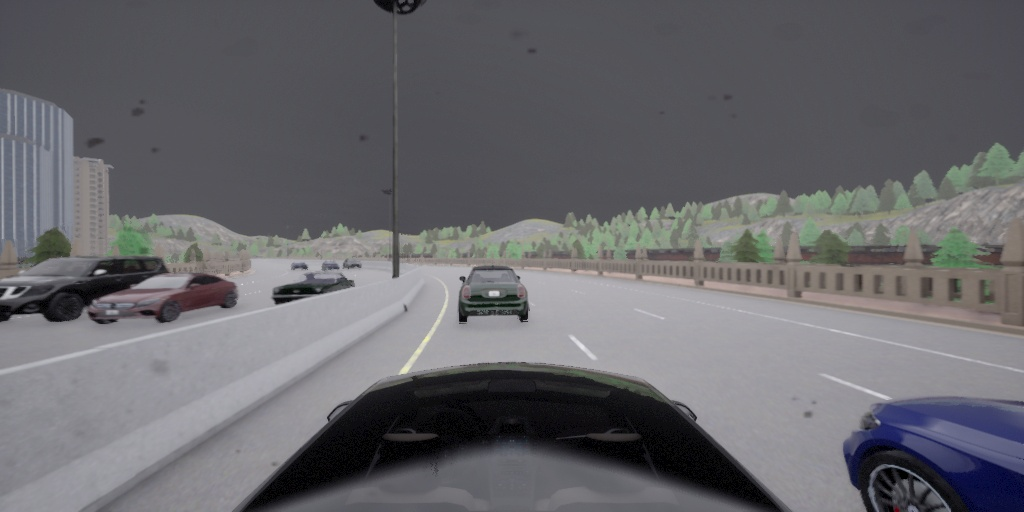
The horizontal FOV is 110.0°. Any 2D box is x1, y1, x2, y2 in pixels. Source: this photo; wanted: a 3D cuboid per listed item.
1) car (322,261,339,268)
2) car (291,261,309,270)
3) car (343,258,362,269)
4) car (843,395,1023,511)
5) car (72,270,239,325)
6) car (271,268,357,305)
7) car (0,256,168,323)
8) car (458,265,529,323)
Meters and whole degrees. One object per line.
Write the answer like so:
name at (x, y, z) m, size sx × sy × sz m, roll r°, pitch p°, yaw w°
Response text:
car at (-25.749, 1.346, 50.817) m, size 2.033 × 1.411 × 5.357 m, roll 0°, pitch 0°, yaw -33°
car at (-30.482, 1.418, 51.515) m, size 1.895 × 1.301 × 4.718 m, roll 0°, pitch 0°, yaw -35°
car at (-24.638, 1.140, 55.326) m, size 2.097 × 1.767 × 4.553 m, roll 0°, pitch 0°, yaw -35°
car at (3.451, 1.263, 0.762) m, size 1.812 × 1.442 × 4.674 m, roll 0°, pitch 0°, yaw 0°
car at (-11.445, 1.310, 12.285) m, size 1.812 × 1.442 × 4.674 m, roll 0°, pitch 0°, yaw -8°
car at (-8.344, 1.369, 15.492) m, size 1.895 × 1.301 × 4.718 m, roll 0°, pitch 0°, yaw -9°
car at (-14.986, 1.020, 12.666) m, size 2.150 × 2.045 × 5.566 m, roll 0°, pitch 0°, yaw -8°
car at (-0.736, 1.093, 12.361) m, size 2.097 × 1.767 × 4.553 m, roll 0°, pitch 0°, yaw -6°
